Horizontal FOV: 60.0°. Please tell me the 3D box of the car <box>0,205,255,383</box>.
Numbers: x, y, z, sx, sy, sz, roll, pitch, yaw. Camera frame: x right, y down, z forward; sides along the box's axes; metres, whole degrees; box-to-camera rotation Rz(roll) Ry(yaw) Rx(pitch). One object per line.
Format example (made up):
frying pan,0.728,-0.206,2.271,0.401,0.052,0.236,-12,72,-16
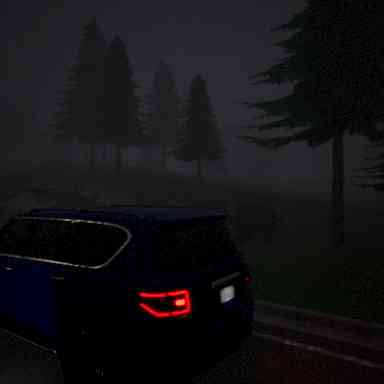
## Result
car,-1.782,1.239,5.263,5.566,2.045,2.150,0,0,36
